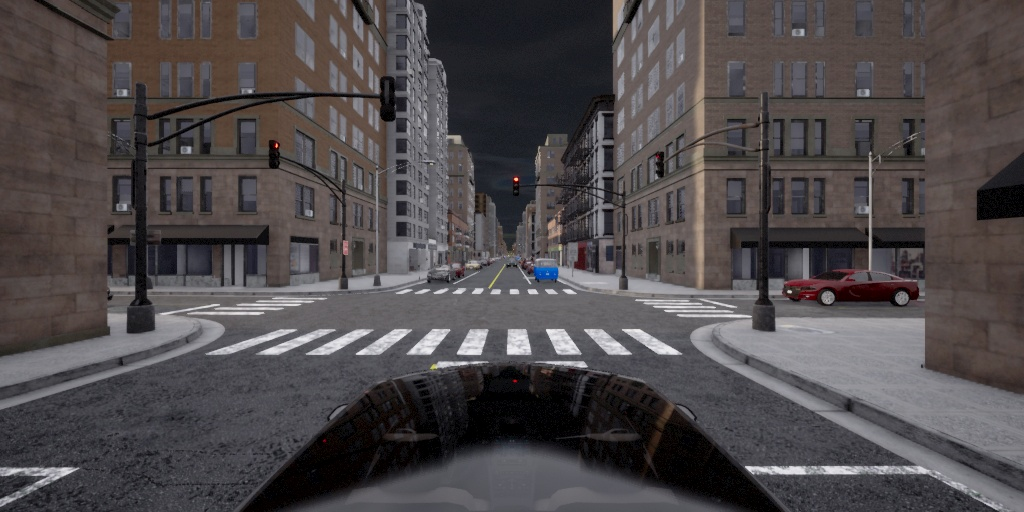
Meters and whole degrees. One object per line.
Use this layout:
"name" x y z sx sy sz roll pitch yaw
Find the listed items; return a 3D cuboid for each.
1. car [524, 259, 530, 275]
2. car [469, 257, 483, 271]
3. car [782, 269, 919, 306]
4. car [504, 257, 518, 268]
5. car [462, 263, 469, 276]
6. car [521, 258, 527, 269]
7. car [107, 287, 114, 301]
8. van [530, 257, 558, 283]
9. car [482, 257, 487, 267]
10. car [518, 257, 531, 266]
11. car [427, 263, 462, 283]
"car" 2.564 1.330 39.345 1.802 1.307 4.207 0 0 0
"car" -5.483 1.269 50.516 1.751 1.417 4.829 0 0 0
"car" 14.788 1.326 15.848 5.008 1.535 1.882 0 0 1
"car" -0.017 1.337 60.819 1.895 1.301 4.718 0 0 0
"car" -5.450 1.293 33.640 1.888 1.381 4.507 0 0 0
"car" 2.542 1.326 50.708 1.802 1.307 4.207 0 0 0
"car" -17.752 1.198 12.787 5.357 1.411 2.033 0 0 0
"van" 2.586 1.089 27.982 1.690 1.789 3.998 0 0 0
"car" -5.494 1.305 56.368 1.948 1.339 4.313 0 0 0
"car" 2.531 1.054 56.390 2.192 1.841 5.009 0 0 0
"car" -5.439 1.299 27.958 2.007 1.370 4.403 0 0 0
